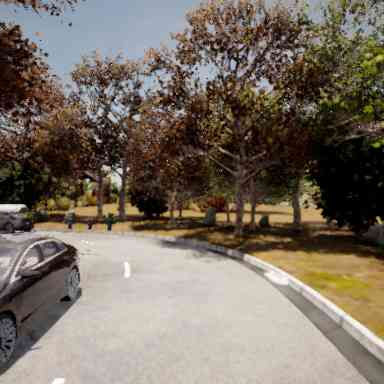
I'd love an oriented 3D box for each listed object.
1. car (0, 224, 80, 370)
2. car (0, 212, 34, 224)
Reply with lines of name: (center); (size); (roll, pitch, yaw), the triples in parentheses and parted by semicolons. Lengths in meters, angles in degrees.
car: (-3.390, 1.568, 5.716); (2.128, 1.511, 4.902); (0, -1, -2)
car: (-12.854, 2.056, 22.378); (4.181, 1.385, 1.994); (0, -4, 10)
